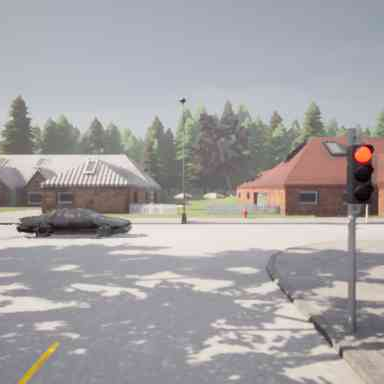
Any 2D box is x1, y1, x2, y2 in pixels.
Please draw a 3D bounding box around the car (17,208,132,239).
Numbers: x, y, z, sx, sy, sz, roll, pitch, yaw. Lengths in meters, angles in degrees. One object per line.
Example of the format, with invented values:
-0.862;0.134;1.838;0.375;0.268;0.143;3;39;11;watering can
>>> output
-5.802;1.534;16.743;5.357;1.411;2.033;0;0;0;car
